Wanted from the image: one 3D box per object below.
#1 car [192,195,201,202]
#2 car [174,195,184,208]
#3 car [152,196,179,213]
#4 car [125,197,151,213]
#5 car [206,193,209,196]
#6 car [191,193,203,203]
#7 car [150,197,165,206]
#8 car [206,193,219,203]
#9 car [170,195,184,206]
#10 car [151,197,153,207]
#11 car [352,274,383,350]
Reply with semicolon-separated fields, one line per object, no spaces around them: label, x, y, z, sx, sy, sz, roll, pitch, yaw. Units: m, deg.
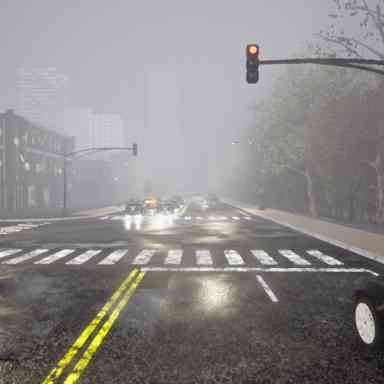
car;1.137;1.504;76.734;2.033;1.411;5.357;0;0;1
car;-2.651;1.473;46.181;2.128;1.511;4.902;0;0;1
car;-2.847;1.478;36.673;2.128;1.511;4.902;0;0;-2
car;-6.063;1.478;36.344;2.128;1.511;4.902;0;0;-1
car;4.387;1.190;76.609;2.150;2.045;5.566;0;0;1
car;1.083;1.193;66.110;2.150;2.045;5.566;0;0;1
car;-5.739;1.541;55.907;1.994;1.385;4.181;0;0;2
car;4.332;1.476;66.146;1.837;1.490;4.892;0;0;1
car;-2.496;1.328;56.472;2.097;1.767;4.553;0;0;1
car;-5.905;1.459;45.856;1.882;1.535;5.008;0;0;1
car;3.394;1.477;3.191;1.882;1.535;5.008;0;0;1
